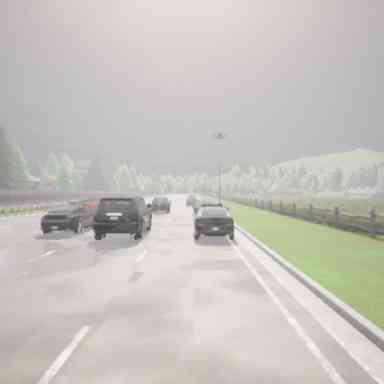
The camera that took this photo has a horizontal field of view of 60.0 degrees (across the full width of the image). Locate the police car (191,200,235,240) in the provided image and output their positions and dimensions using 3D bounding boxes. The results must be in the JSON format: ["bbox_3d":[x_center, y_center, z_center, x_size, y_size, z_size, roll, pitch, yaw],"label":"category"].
[{"bbox_3d":[1.043,1.430,17.276,1.930,1.638,5.238,0,0,0],"label":"police car"}]

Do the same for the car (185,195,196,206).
[{"bbox_3d":[-0.022,1.505,53.397,2.128,1.511,4.902,0,0,0],"label":"car"}]

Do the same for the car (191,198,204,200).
[{"bbox_3d":[1.039,1.512,27.166,1.837,1.490,4.892,0,0,0],"label":"car"}]

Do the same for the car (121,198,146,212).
[{"bbox_3d":[-6.917,1.501,39.865,2.128,1.511,4.902,0,0,0],"label":"car"}]

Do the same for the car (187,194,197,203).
[{"bbox_3d":[-0.028,1.375,68.367,2.097,1.767,4.553,0,0,0],"label":"car"}]

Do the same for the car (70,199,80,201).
[{"bbox_3d":[-13.915,1.536,40.684,1.812,1.442,4.674,0,0,0],"label":"car"}]

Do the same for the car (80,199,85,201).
[{"bbox_3d":[-10.415,1.360,36.969,2.097,1.767,4.553,0,0,0],"label":"car"}]

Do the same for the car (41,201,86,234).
[{"bbox_3d":[-6.908,1.511,19.103,1.837,1.490,4.892,0,0,0],"label":"car"}]

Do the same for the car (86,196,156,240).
[{"bbox_3d":[-3.407,1.227,17.217,2.150,2.045,5.566,0,0,0],"label":"car"}]

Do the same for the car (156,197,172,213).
[{"bbox_3d":[-3.416,1.360,36.964,2.097,1.767,4.553,0,0,0],"label":"car"}]

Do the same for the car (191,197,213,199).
[{"bbox_3d":[1.036,1.513,33.166,1.837,1.490,4.892,0,0,0],"label":"car"}]
